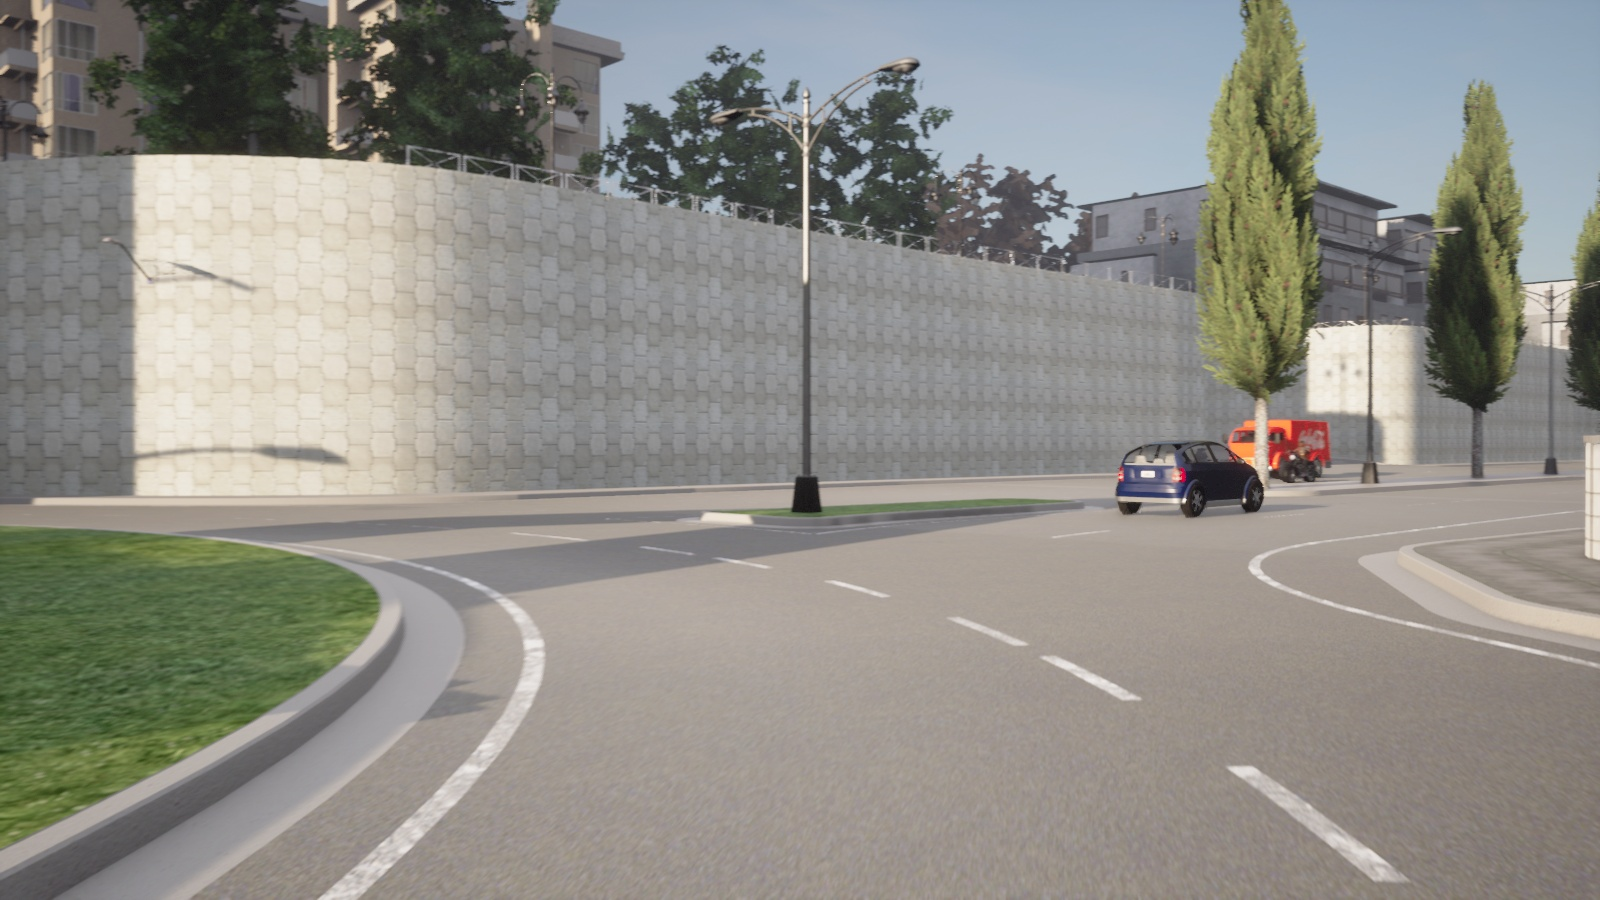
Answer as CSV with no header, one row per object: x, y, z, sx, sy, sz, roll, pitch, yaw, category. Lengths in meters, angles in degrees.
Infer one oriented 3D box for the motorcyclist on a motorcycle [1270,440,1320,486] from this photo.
18.469,0.465,46.814,2.350,1.649,0.766,0,1,-43,motorcyclist on a motorcycle

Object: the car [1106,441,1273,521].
8.234,0.590,26.434,3.705,1.549,1.789,0,0,-44,car

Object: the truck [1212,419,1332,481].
19.899,-0.002,52.871,5.204,2.467,2.627,0,0,-42,truck
